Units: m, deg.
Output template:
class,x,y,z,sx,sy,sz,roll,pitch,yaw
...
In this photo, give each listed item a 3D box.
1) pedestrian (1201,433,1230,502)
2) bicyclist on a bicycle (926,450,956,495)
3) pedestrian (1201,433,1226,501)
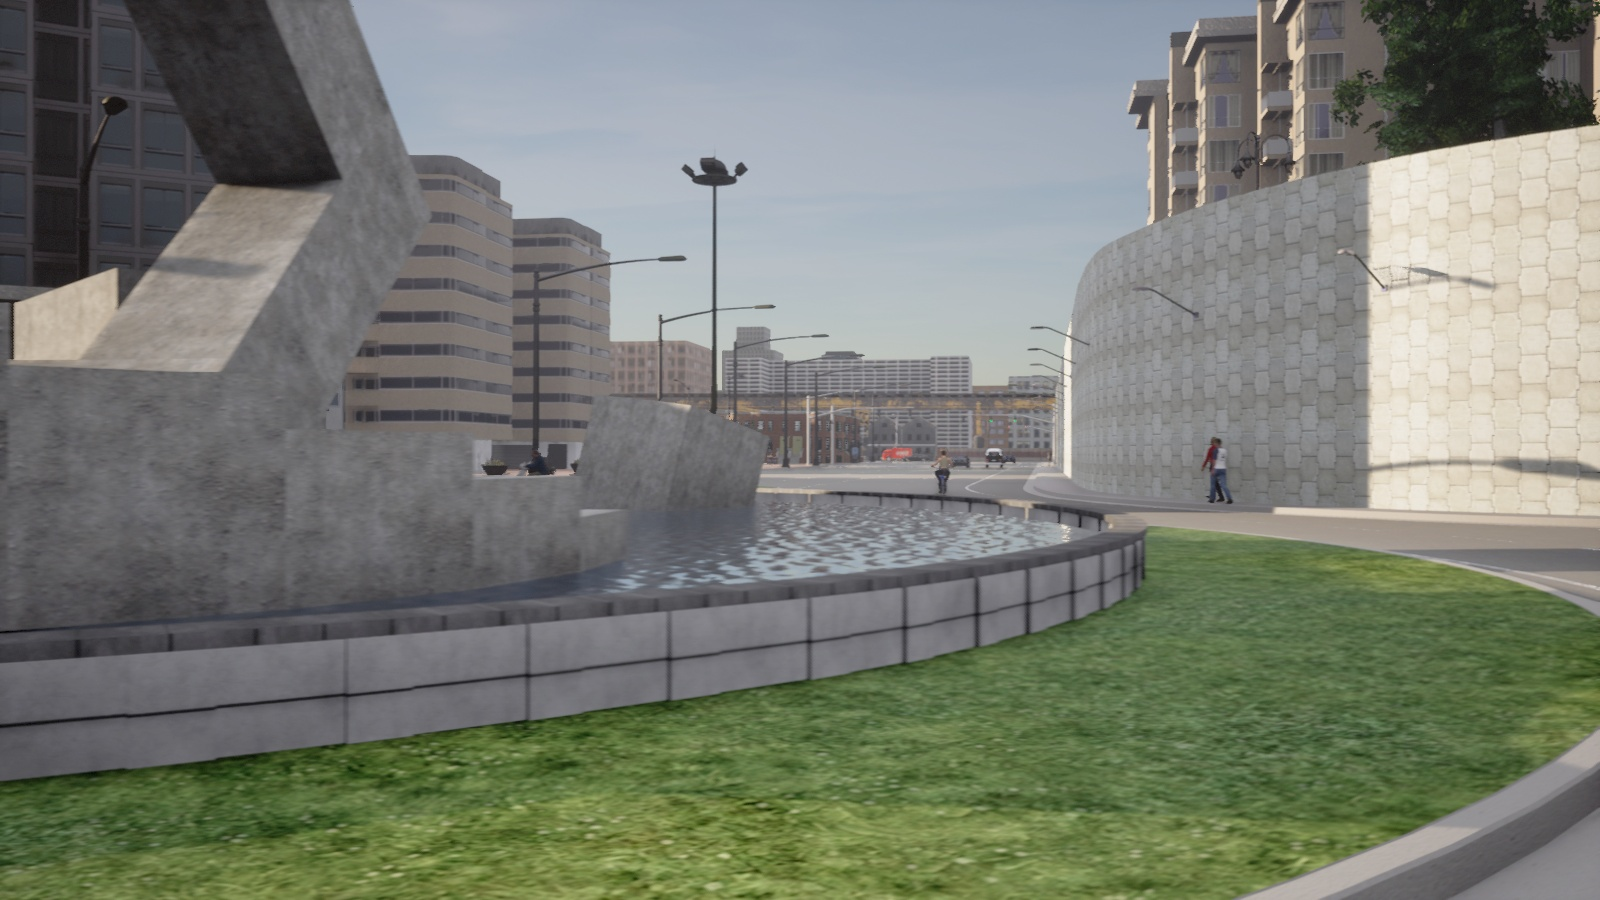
class,x,y,z,sx,sy,sz,roll,pitch,yaw
pedestrian,11.226,0.470,33.927,0.354,1.836,0.706,0,0,-24
bicyclist on a bicycle,5.106,0.799,45.558,0.866,1.612,1.509,0,0,-3
pedestrian,11.377,0.471,34.569,0.331,1.846,0.636,0,0,-20
